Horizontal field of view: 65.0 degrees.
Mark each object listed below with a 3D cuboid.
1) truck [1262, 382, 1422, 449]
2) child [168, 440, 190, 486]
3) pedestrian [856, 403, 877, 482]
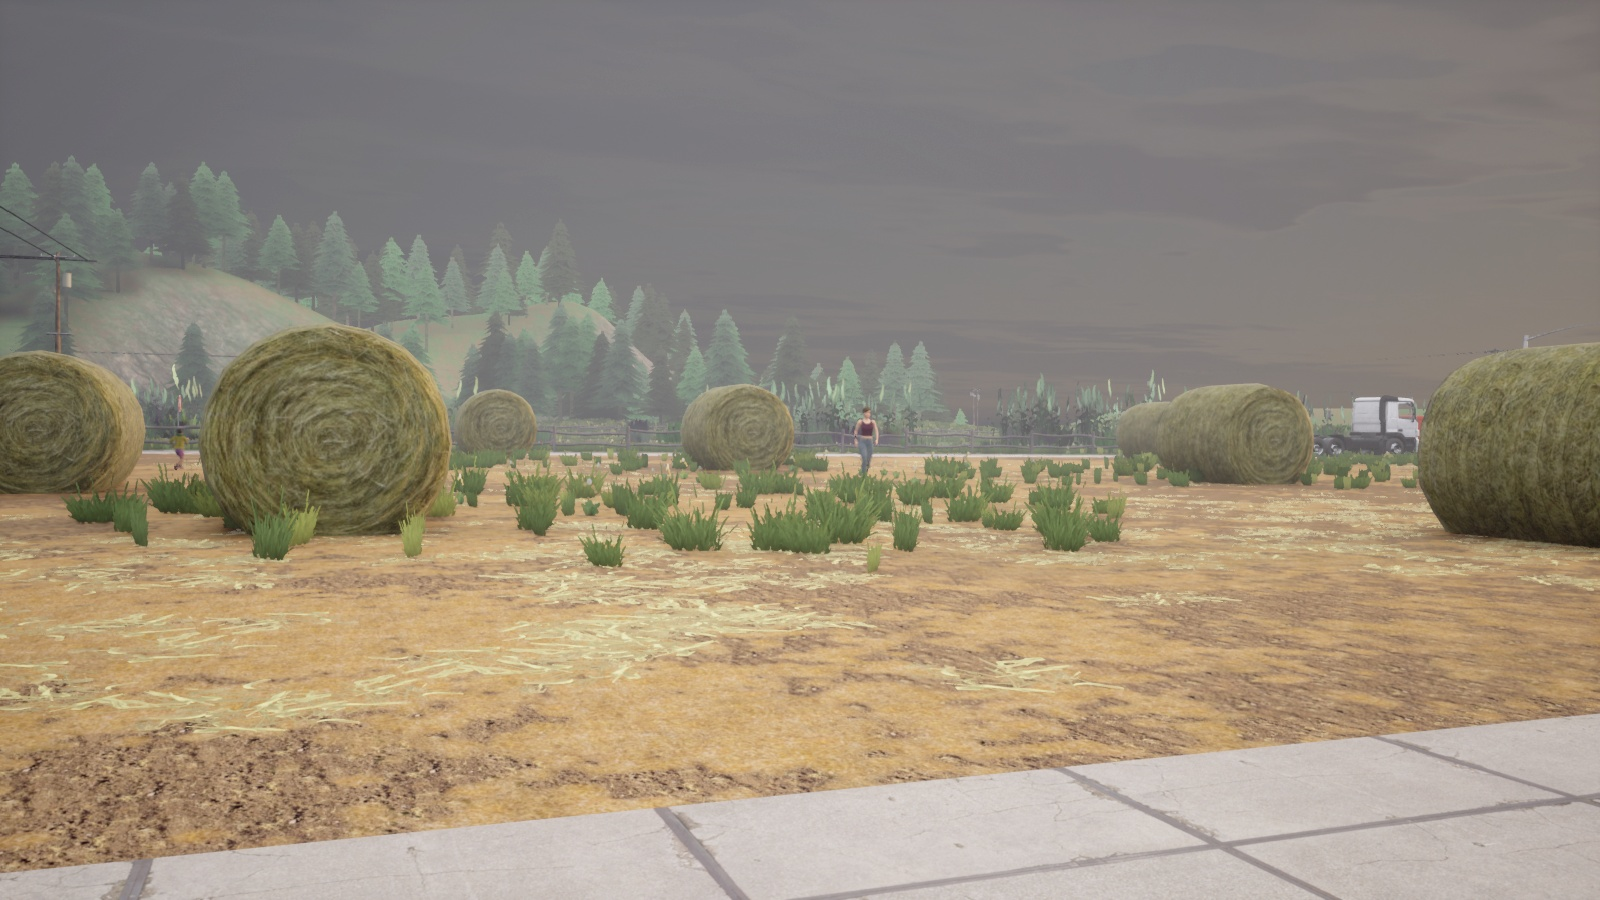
[{"bbox_3d":[29.343,-1.891,68.006,7.936,3.462,2.891,-1,1,-17],"label":"truck"},{"bbox_3d":[-15.951,0.323,32.258,0.299,1.160,0.473,0,1,6],"label":"child"},{"bbox_3d":[1.580,-0.181,29.786,0.345,1.836,0.594,-1,1,-10],"label":"pedestrian"}]
